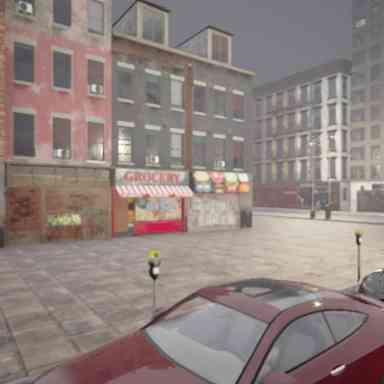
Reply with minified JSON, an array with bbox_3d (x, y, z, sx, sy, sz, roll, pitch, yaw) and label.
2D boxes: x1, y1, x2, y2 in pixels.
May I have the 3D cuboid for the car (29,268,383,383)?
[{"bbox_3d":[0.530,1.594,3.188,4.206,1.307,1.802,0,0,-35],"label":"car"}]
